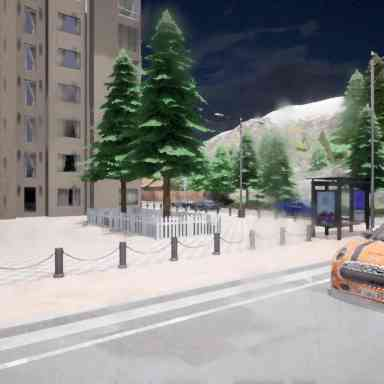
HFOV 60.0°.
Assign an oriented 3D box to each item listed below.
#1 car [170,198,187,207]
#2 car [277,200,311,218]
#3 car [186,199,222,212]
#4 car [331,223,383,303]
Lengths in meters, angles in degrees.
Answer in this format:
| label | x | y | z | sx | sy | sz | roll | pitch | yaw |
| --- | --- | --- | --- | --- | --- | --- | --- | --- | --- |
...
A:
| label | x | y | z | sx | sy | sz | roll | pitch | yaw |
| --- | --- | --- | --- | --- | --- | --- | --- | --- | --- |
| car | -1.337 | 1.616 | 49.961 | 1.895 | 1.301 | 4.718 | 0 | 0 | -35 |
| car | 9.521 | 1.493 | 28.153 | 1.882 | 1.535 | 5.008 | 0 | 0 | -35 |
| car | 1.641 | 1.578 | 39.455 | 1.994 | 1.385 | 4.181 | 0 | 0 | -35 |
| car | 5.236 | 1.352 | 7.641 | 4.553 | 1.767 | 2.097 | 0 | 0 | -35 |
